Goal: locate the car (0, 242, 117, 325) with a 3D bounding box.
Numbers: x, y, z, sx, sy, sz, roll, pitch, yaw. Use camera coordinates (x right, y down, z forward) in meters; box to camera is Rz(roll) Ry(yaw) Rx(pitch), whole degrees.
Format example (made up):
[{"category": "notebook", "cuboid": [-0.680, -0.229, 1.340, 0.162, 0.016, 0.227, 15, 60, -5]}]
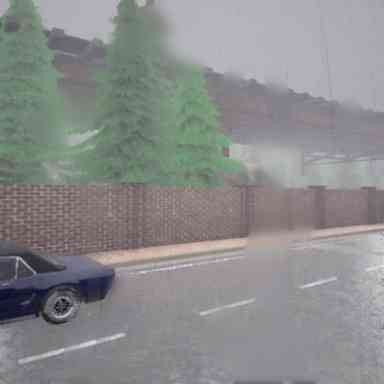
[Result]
[{"category": "car", "cuboid": [-3.816, 1.600, 5.567, 4.718, 1.301, 1.895, 0, 0, -36]}]
